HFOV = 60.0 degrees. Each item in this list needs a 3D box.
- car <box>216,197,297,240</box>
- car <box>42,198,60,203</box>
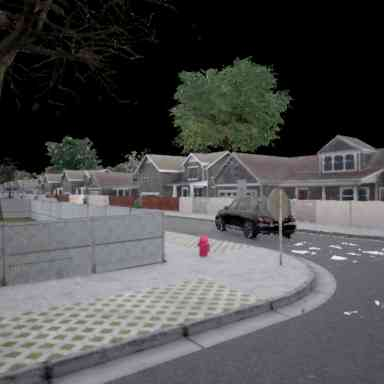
[{"bbox_3d":[3.125,1.282,17.278,2.150,2.045,5.566,-1,0,-18],"label":"car"},{"bbox_3d":[-19.667,1.514,46.232,1.882,1.535,5.008,0,0,-36],"label":"car"}]
